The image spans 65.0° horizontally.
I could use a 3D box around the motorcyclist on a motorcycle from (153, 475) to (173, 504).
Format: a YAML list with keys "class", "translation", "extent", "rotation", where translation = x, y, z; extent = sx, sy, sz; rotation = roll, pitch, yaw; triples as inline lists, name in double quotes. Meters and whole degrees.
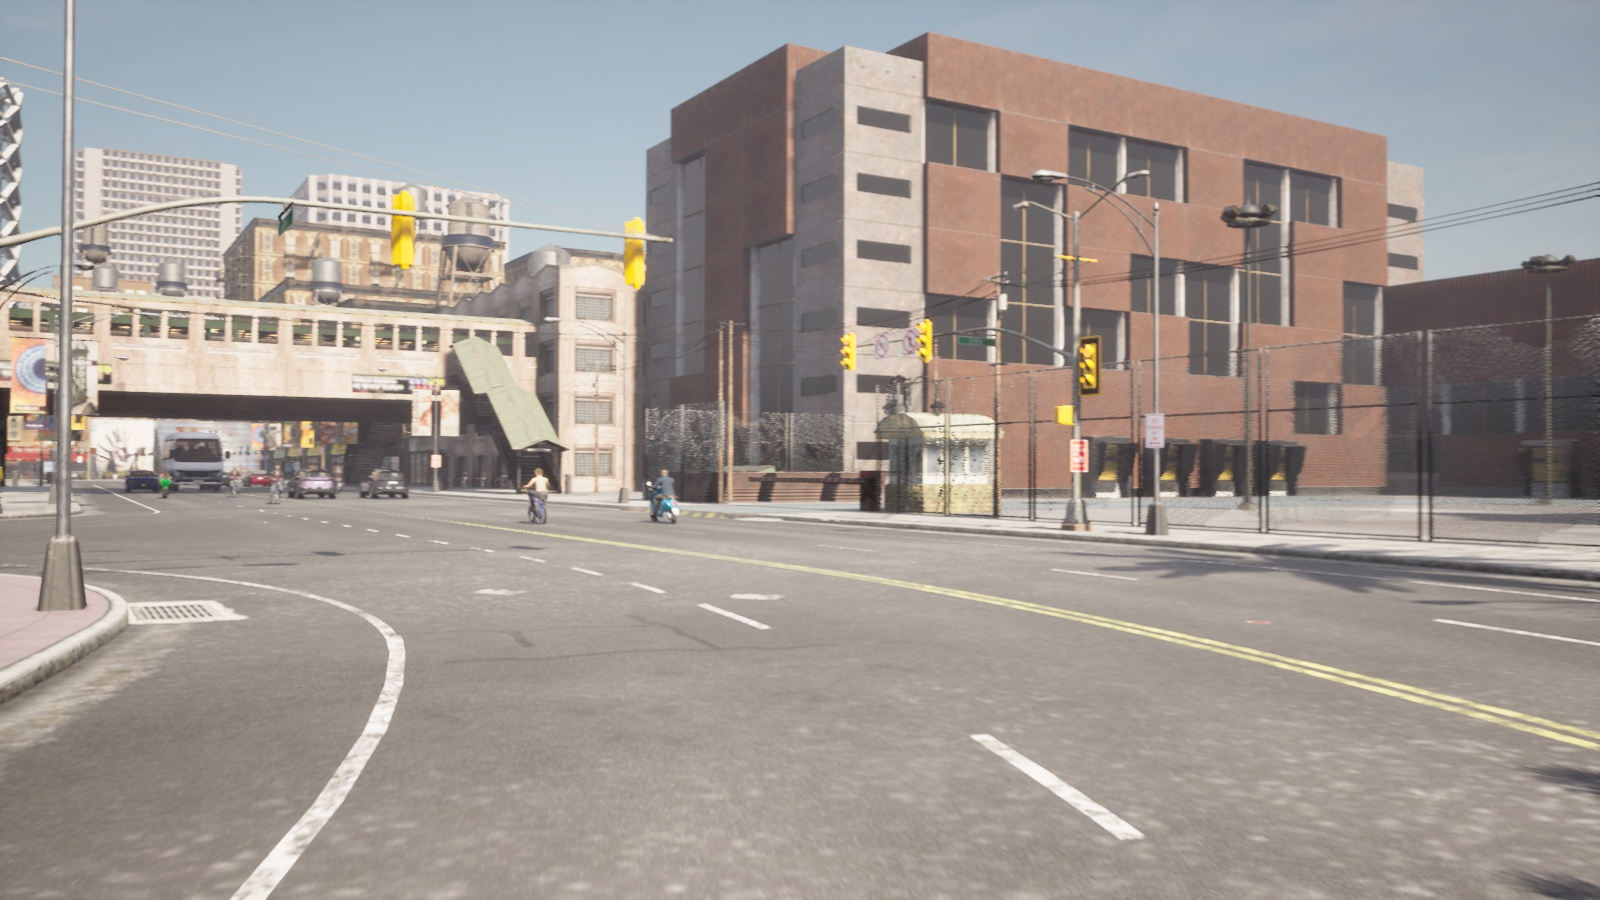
- class: "motorcyclist on a motorcycle"
  translation: [-33.548, 2.075, 66.085]
  extent: [0.797, 1.523, 2.044]
  rotation: [0, -1, -31]

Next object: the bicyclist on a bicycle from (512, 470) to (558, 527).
- class: "bicyclist on a bicycle"
  translation: [-7.742, 1.404, 36.634]
  extent: [0.866, 1.612, 1.509]
  rotation: [0, -1, -31]

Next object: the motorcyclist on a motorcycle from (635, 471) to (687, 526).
- class: "motorcyclist on a motorcycle"
  translation: [-4.153, 1.416, 37.444]
  extent: [0.866, 1.590, 1.817]
  rotation: [0, -1, -31]

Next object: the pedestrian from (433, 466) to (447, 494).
- class: "pedestrian"
  translation: [-25.334, 2.081, 88.427]
  extent: [0.659, 1.952, 0.873]
  rotation: [0, -1, -36]

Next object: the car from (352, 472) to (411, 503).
- class: "car"
  translation: [-23.017, 2.017, 68.936]
  extent: [2.033, 1.649, 4.856]
  rotation: [0, -1, -31]

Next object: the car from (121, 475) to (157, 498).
- class: "car"
  translation: [-44.794, 2.446, 85.088]
  extent: [1.882, 1.535, 5.008]
  rotation: [0, -1, -31]

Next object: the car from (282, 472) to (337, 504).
- class: "car"
  translation: [-26.742, 2.026, 68.344]
  extent: [2.033, 1.649, 4.856]
  rotation: [0, -1, -31]
